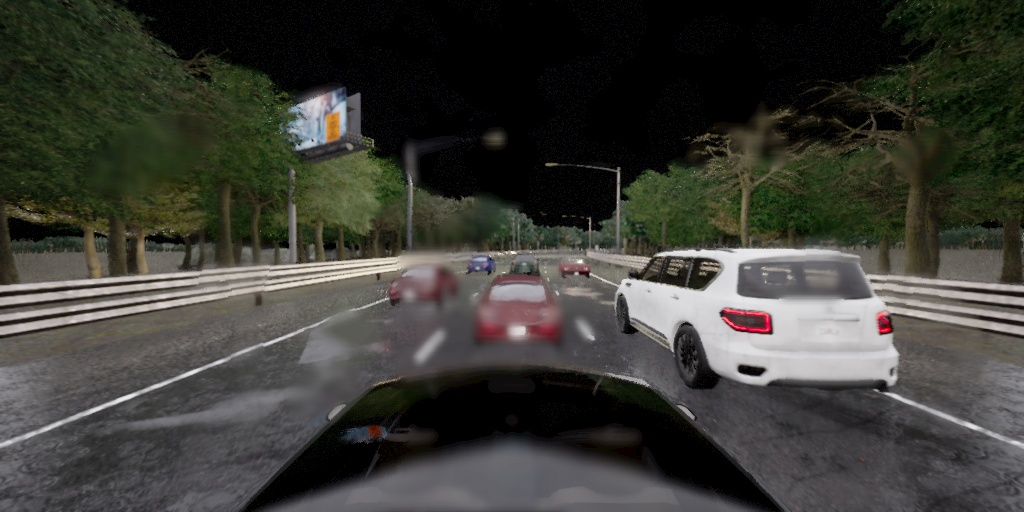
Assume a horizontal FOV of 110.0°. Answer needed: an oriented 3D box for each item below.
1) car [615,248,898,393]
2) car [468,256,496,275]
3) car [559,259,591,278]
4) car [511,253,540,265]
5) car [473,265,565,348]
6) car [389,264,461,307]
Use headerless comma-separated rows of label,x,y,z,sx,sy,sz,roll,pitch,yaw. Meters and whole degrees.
car,3.629,0.867,6.728,2.150,2.045,5.566,0,1,1
car,-2.381,0.691,28.929,1.812,1.442,4.674,0,1,4
car,4.428,0.833,25.980,1.895,1.301,4.718,0,1,4
car,1.025,0.551,27.481,2.097,1.767,4.553,0,1,4
car,0.177,1.125,8.669,1.812,1.442,4.674,0,1,2
car,-3.169,1.016,13.650,1.812,1.442,4.674,0,1,2
